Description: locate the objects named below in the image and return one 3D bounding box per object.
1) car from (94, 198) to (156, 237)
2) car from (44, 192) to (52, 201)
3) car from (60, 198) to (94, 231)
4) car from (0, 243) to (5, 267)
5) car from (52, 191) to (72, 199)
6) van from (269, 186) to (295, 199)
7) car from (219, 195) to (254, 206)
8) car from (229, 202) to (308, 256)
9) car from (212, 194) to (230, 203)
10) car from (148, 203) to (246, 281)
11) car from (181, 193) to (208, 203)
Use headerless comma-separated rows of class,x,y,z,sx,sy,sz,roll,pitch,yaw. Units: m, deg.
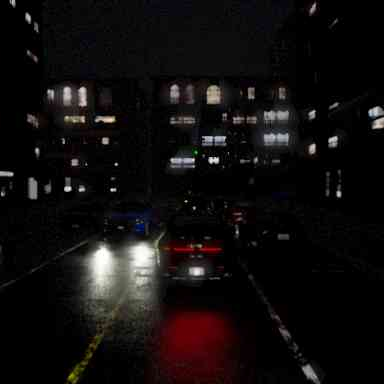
car,-2.791,1.067,15.526,1.882,1.535,5.008,0,1,0
car,-19.517,0.485,39.684,4.097,1.590,1.967,0,1,0
car,-5.213,1.115,17.099,1.947,1.339,4.313,1,1,0
car,-5.266,1.367,5.802,1.752,1.417,4.829,1,2,0
car,-19.531,0.477,47.825,4.403,1.369,2.008,0,1,0
van,13.253,0.067,47.742,3.998,1.788,1.690,0,1,0
car,2.634,1.096,17.095,1.887,1.381,4.507,1,1,0
car,2.614,1.260,11.532,1.947,1.339,4.313,1,1,0
car,2.674,0.834,28.219,1.947,1.339,4.313,1,1,0
car,0.113,1.264,9.039,1.837,1.490,4.892,0,2,0
car,0.181,0.821,26.257,1.837,1.490,4.892,0,1,0
